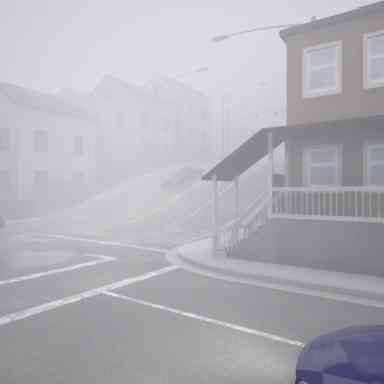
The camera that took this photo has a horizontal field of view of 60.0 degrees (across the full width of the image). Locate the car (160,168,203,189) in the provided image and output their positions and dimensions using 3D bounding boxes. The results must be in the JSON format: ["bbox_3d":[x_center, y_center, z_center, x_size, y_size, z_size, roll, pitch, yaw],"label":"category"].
[{"bbox_3d":[-0.943,-1.381,30.691,1.895,1.301,4.718,0,19,34],"label":"car"}]

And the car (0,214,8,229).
[{"bbox_3d":[-12.203,1.554,17.212,4.674,1.442,1.812,1,0,-34],"label":"car"}]

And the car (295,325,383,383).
[{"bbox_3d":[2.949,1.526,1.860,4.674,1.442,1.812,0,0,36],"label":"car"}]
